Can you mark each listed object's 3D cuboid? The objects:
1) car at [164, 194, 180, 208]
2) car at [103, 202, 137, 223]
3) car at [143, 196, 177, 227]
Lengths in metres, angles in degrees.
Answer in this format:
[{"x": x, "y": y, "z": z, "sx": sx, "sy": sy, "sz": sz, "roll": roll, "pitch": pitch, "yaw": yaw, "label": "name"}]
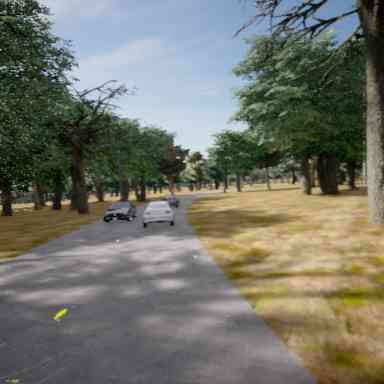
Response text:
[{"x": -2.405, "y": 1.020, "z": 37.827, "sx": 2.128, "sy": 1.511, "sz": 4.902, "roll": -4, "pitch": 1, "yaw": 1, "label": "car"}, {"x": -5.408, "y": 1.462, "z": 25.577, "sx": 2.033, "sy": 1.411, "sz": 5.357, "roll": -4, "pitch": 1, "yaw": -2, "label": "car"}, {"x": -2.090, "y": 1.307, "z": 21.215, "sx": 1.812, "sy": 1.442, "sz": 4.674, "roll": -4, "pitch": 1, "yaw": -3, "label": "car"}]
